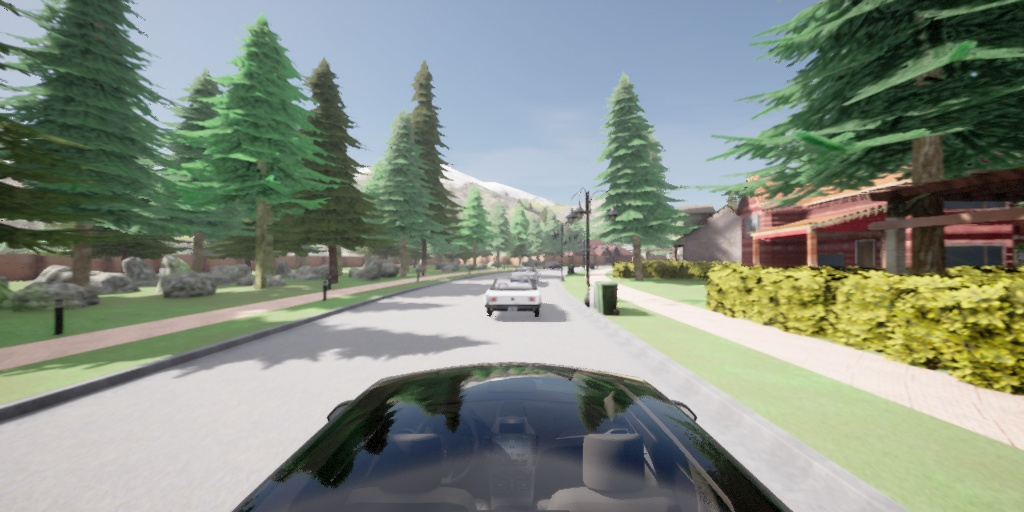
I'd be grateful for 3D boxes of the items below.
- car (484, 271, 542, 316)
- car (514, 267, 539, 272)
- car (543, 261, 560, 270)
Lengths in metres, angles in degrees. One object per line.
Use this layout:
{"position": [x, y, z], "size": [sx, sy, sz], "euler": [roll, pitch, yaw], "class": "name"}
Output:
{"position": [0.082, 1.419, 13.643], "size": [1.895, 1.301, 4.718], "euler": [0, 0, 1], "class": "car"}
{"position": [1.097, 1.504, 28.412], "size": [1.895, 1.301, 4.718], "euler": [0, 0, 9], "class": "car"}
{"position": [6.706, 1.593, 60.959], "size": [1.837, 1.490, 4.892], "euler": [0, 0, 24], "class": "car"}
